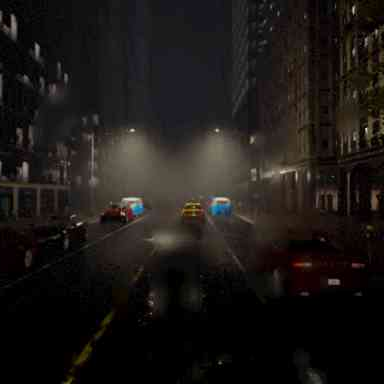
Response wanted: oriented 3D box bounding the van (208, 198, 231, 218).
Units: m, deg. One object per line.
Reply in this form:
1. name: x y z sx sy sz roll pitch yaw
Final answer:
1. van: 2.701 1.472 31.248 1.690 1.788 3.998 1 0 0

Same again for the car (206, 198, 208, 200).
1. car: 2.698 1.703 36.922 2.008 1.369 4.403 1 0 0

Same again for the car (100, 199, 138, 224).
1. car: -5.681 1.550 25.599 1.967 1.590 4.097 1 0 0

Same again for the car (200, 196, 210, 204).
1. car: 2.700 1.697 70.123 1.967 1.590 4.097 1 0 0

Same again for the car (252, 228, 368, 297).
1. car: 2.699 1.585 8.548 1.887 1.381 4.507 1 0 0

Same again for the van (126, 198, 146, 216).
1. van: -5.680 1.472 31.275 1.690 1.788 3.998 1 0 0

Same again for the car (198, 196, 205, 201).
1. car: 2.698 1.890 92.432 1.802 1.307 4.206 1 0 0

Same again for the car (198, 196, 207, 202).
1. car: 2.698 1.847 86.854 2.008 1.369 4.403 1 0 0

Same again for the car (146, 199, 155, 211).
1. car: -5.683 1.738 42.624 1.947 1.339 4.313 1 0 0

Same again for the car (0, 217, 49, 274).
1. car: -5.682 1.585 8.571 1.887 1.381 4.507 1 0 0

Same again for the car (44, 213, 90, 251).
1. car: -5.682 1.615 14.249 2.008 1.369 4.403 1 0 0

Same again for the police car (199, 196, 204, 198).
1. police car: 0.094 1.676 42.280 2.038 1.542 4.974 0 0 0

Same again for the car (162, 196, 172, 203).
1. car: -5.680 1.711 75.728 1.967 1.590 4.097 1 0 0

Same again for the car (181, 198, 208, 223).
1. car: 0.100 1.570 26.899 1.801 1.575 5.366 0 0 0

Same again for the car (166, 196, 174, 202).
1. car: -5.682 1.862 86.877 1.947 1.339 4.313 1 0 0

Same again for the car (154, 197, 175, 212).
1. car: -3.097 1.715 41.396 2.033 1.411 5.357 0 0 0
